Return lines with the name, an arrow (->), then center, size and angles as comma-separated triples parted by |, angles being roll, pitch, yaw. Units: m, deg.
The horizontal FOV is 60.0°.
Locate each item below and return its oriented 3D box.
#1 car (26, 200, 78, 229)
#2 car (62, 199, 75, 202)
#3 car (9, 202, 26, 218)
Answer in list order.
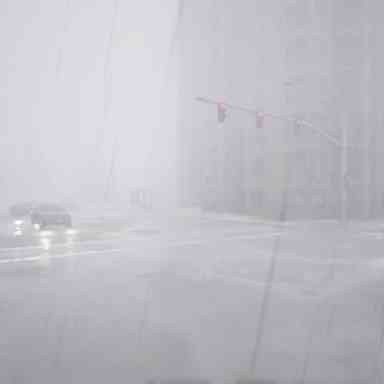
car -> -9.532, 1.546, 22.430 | 1.837, 1.490, 4.892 | 1, 0, -36
car -> -16.880, 1.663, 45.166 | 1.994, 1.385, 4.181 | 1, 0, -32
car -> -15.508, 1.642, 30.660 | 1.895, 1.301, 4.718 | 1, 0, -36
